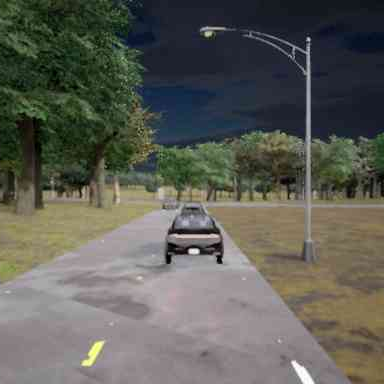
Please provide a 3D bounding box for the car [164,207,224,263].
[{"bbox_3d":[0.071,1.500,11.992,2.128,1.511,4.902,0,0,0],"label":"car"}]

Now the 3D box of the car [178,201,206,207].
[{"bbox_3d":[0.071,1.533,27.151,1.837,1.490,4.892,0,0,0],"label":"car"}]

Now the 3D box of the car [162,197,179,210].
[{"bbox_3d":[-2.819,1.459,44.803,2.097,1.767,4.553,0,0,0],"label":"car"}]
